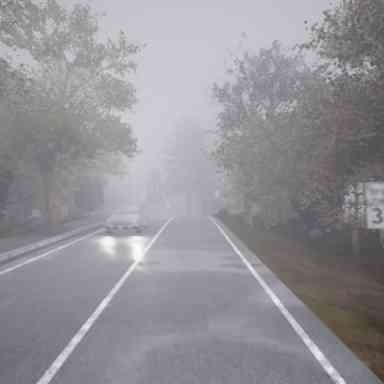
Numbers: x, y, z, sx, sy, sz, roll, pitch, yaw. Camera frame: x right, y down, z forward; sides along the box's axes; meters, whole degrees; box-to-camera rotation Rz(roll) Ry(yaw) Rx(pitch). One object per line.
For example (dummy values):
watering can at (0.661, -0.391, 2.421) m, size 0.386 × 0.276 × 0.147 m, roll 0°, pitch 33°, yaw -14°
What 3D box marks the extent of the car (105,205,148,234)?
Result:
car at (-3.636, 1.515, 19.226) m, size 1.812 × 1.442 × 4.674 m, roll 0°, pitch 0°, yaw 0°
